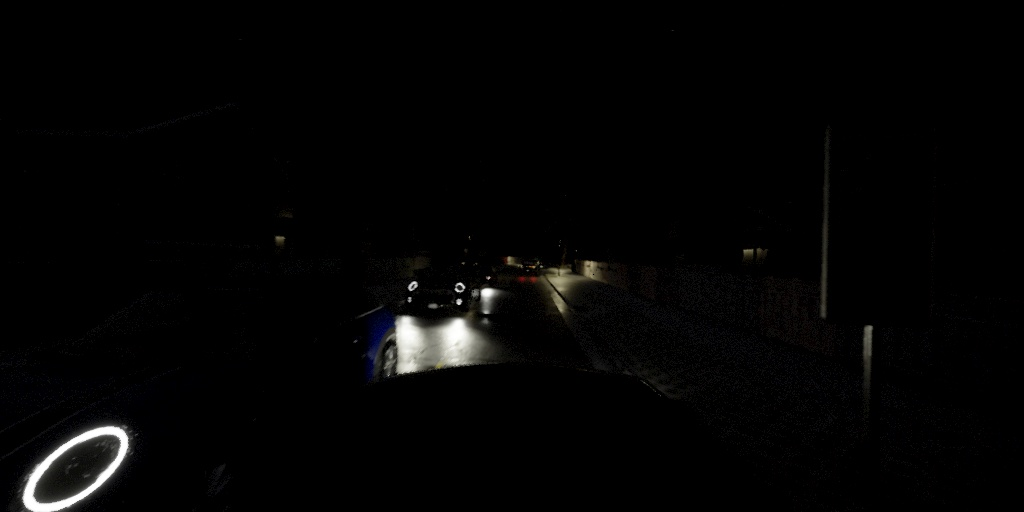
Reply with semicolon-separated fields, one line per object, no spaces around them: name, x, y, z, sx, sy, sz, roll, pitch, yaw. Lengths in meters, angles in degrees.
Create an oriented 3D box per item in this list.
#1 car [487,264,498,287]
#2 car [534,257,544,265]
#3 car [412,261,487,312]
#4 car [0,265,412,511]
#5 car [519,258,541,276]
car;-1.976;1.221;24.202;2.033;1.411;5.357;2;0;2
car;3.064;1.286;50.195;1.837;1.490;4.892;2;1;8
car;-2.420;1.022;13.751;2.097;1.767;4.553;2;0;3
car;-2.847;1.017;3.670;2.097;1.767;4.553;2;0;2
car;1.771;1.255;38.185;2.128;1.511;4.902;2;0;5
